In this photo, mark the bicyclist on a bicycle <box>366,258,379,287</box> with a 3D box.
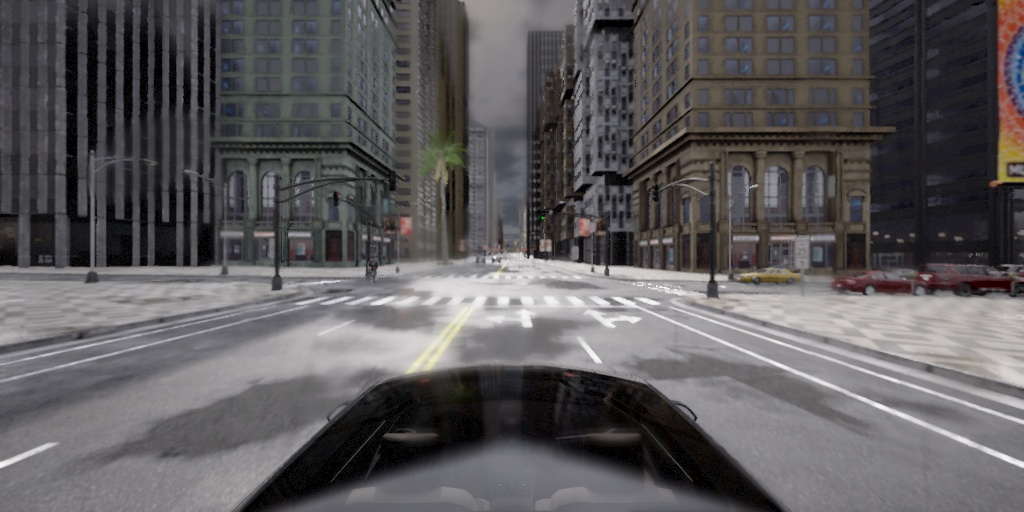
[{"bbox_3d":[-8.739,1.004,22.423,0.659,1.776,1.843,1,0,0],"label":"bicyclist on a bicycle"}]

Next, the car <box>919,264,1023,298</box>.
[{"bbox_3d":[25.816,1.401,20.270,5.009,1.841,2.192,0,0,0],"label":"car"}]

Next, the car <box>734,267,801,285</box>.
[{"bbox_3d":[20.591,1.562,28.817,4.829,1.417,1.751,0,0,0],"label":"car"}]

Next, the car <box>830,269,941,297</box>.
[{"bbox_3d":[20.729,1.562,20.289,4.507,1.381,1.888,0,0,0],"label":"car"}]
